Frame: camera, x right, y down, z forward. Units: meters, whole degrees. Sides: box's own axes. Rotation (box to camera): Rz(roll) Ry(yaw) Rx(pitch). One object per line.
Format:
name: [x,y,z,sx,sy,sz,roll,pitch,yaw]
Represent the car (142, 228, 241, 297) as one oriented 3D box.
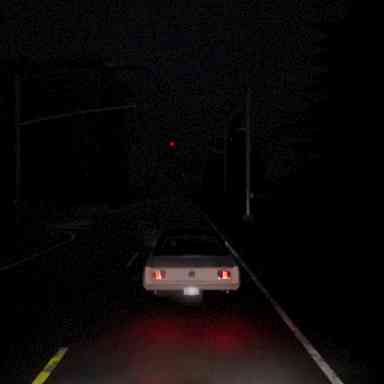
car: [-0.046,1.571,8.476,1.895,1.301,4.718,0,0,-1]
